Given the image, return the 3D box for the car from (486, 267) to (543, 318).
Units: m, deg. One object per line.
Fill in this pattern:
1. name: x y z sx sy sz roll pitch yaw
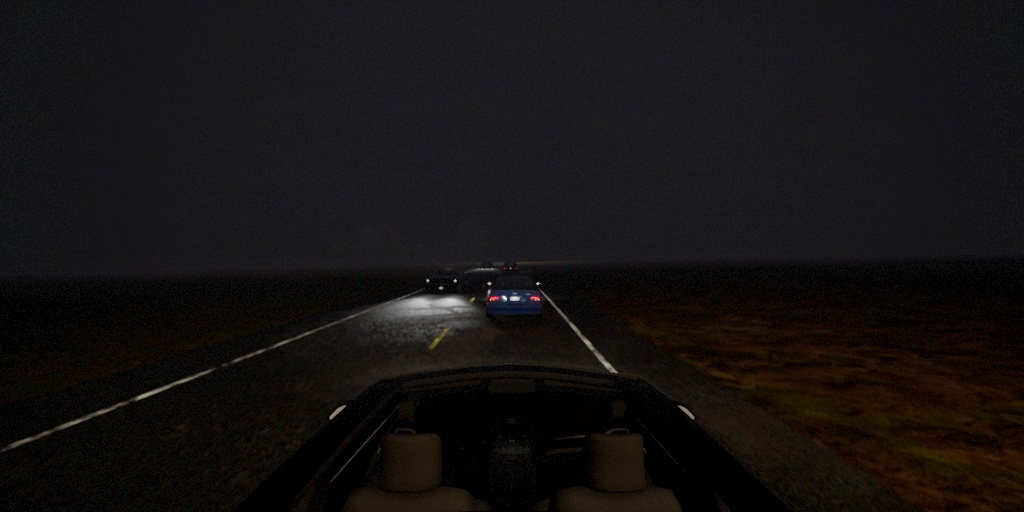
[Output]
1. car: 0.068 1.300 13.011 2.033 1.411 5.357 0 0 0

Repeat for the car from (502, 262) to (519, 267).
1. car: -0.173 1.322 39.125 2.033 1.411 5.357 0 0 -1

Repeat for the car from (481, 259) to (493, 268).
1. car: -4.203 1.298 60.799 2.128 1.511 4.902 0 0 -1

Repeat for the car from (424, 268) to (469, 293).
1. car: -3.679 1.359 20.785 1.895 1.301 4.718 0 0 0
